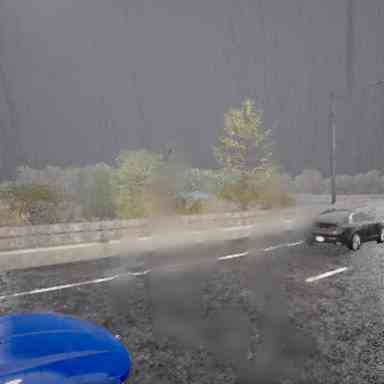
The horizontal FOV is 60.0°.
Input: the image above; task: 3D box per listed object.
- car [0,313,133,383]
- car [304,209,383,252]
[{"bbox_3d":[-2.763,1.513,1.920,5.008,1.535,1.882,-1,0,-35],"label":"car"},{"bbox_3d":[6.510,1.472,13.948,4.892,1.490,1.837,0,0,-43],"label":"car"}]
